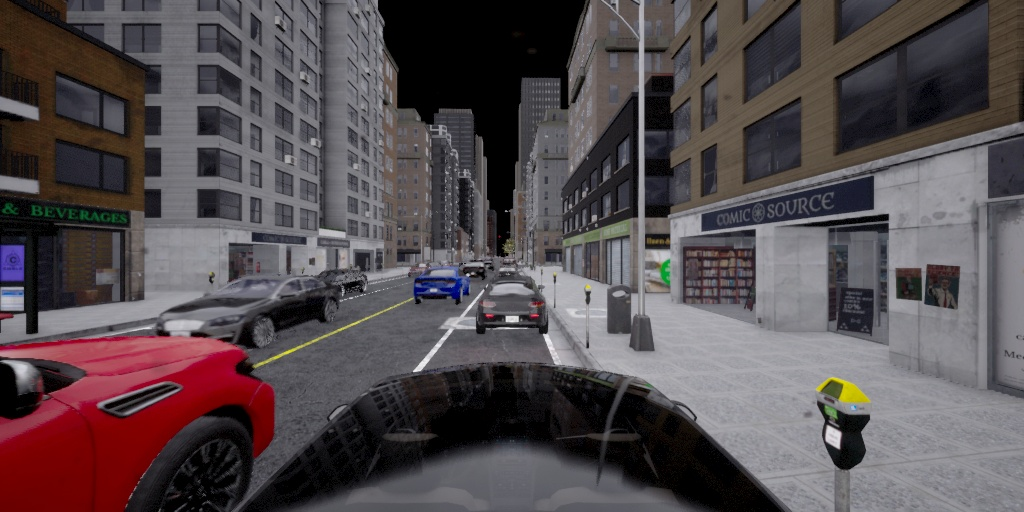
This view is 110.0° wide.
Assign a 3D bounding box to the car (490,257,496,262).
[{"bbox_3d":[-3.048,1.254,46.693,1.837,1.490,4.892,0,-1,0],"label":"car"}]

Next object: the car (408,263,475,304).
[{"bbox_3d":[-3.043,1.229,16.413,1.882,1.535,5.008,0,-1,0],"label":"car"}]

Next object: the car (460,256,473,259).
[{"bbox_3d":[-6.145,0.722,49.655,2.097,1.767,4.553,0,0,0],"label":"car"}]

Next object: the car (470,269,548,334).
[{"bbox_3d":[0.003,1.276,10.500,1.812,1.442,4.674,0,0,0],"label":"car"}]

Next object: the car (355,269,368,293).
[{"bbox_3d":[-8.813,1.316,18.202,1.948,1.339,4.313,0,0,0],"label":"car"}]

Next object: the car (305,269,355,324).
[{"bbox_3d":[-6.245,1.242,9.201,2.128,1.511,4.902,0,0,0],"label":"car"}]

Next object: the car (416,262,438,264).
[{"bbox_3d":[-8.814,1.333,34.778,1.802,1.307,4.207,0,0,0],"label":"car"}]

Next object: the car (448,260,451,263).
[{"bbox_3d":[-8.814,1.191,45.828,1.967,1.591,4.097,0,0,0],"label":"car"}]

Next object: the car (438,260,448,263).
[{"bbox_3d":[-8.814,1.317,40.303,1.948,1.339,4.313,0,0,0],"label":"car"}]

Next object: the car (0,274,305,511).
[{"bbox_3d":[-3.047,0.973,0.583,2.150,2.045,5.566,0,0,0],"label":"car"}]

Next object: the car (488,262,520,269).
[{"bbox_3d":[-0.288,1.301,23.738,2.007,1.370,4.403,0,0,0],"label":"car"}]

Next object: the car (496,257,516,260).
[{"bbox_3d":[-0.288,1.066,40.309,2.192,1.841,5.009,0,0,0],"label":"car"}]

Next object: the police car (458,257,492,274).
[{"bbox_3d":[-3.145,1.175,31.410,1.930,1.638,5.238,0,0,0],"label":"police car"}]
